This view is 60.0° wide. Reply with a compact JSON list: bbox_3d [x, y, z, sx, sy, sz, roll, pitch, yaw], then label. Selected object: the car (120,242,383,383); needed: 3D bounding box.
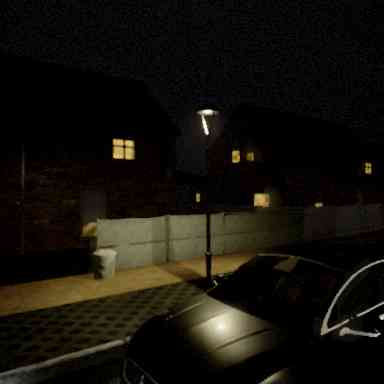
[{"bbox_3d":[1.529,1.485,4.161,4.892,1.490,1.837,0,0,-35],"label":"car"}]
